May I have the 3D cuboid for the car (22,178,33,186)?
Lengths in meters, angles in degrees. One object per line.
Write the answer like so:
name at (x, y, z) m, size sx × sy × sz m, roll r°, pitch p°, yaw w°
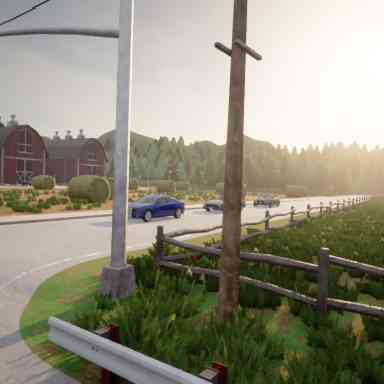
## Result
car at (-38.961, -2.351, 79.378) m, size 1.905 × 1.878 × 3.866 m, roll 8°, pitch 2°, yaw -13°

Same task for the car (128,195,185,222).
car at (-2.413, 0.939, 21.219) m, size 1.882 × 1.535 × 5.008 m, roll 3°, pitch 2°, yaw 33°

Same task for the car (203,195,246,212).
car at (3.026, 0.992, 29.481) m, size 2.033 × 1.411 × 5.357 m, roll 3°, pitch 2°, yaw 33°

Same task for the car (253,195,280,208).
car at (8.542, 0.992, 37.836) m, size 1.994 × 1.385 × 4.181 m, roll 3°, pitch 2°, yaw 33°
